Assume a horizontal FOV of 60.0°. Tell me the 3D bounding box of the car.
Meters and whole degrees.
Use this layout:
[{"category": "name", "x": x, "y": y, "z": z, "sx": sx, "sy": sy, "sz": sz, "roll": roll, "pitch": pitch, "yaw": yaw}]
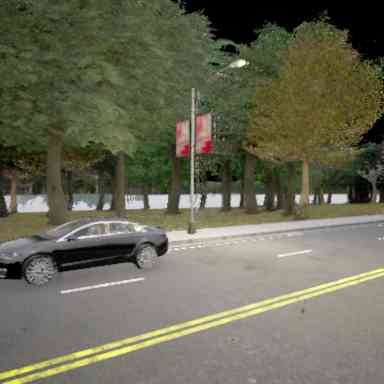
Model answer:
[{"category": "car", "x": -2.962, "y": 1.496, "z": 9.560, "sx": 4.902, "sy": 1.511, "sz": 2.128, "roll": 0, "pitch": 0, "yaw": -36}]
